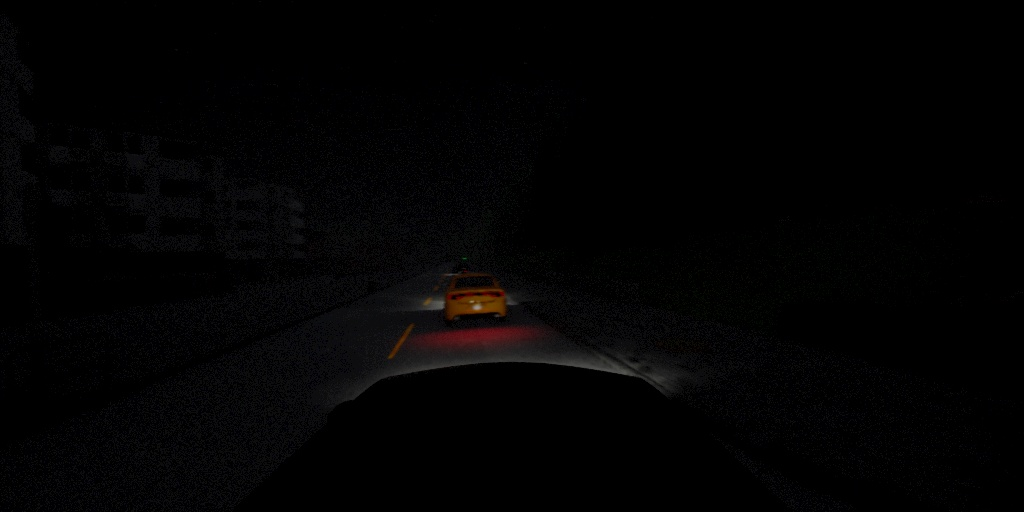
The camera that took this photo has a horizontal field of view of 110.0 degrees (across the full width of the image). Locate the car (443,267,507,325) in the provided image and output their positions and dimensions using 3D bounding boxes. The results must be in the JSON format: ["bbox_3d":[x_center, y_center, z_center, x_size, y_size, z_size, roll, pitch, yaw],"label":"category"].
[{"bbox_3d":[-1.366,1.333,12.618,1.882,1.535,5.008,-2,0,-9],"label":"car"}]

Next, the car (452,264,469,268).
[{"bbox_3d":[-6.464,1.723,45.279,1.837,1.490,4.892,-2,0,-9],"label":"car"}]
